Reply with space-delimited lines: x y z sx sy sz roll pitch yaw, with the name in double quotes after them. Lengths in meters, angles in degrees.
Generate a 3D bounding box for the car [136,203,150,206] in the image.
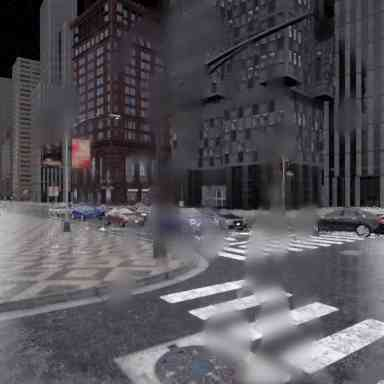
-3.469 1.969 29.548 1.837 1.490 4.892 0 -1 -35 "car"

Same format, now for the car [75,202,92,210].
-21.714 2.752 66.434 1.812 1.442 4.674 0 -1 -36 "car"

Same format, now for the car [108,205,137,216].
-9.143 2.336 43.359 1.895 1.301 4.718 0 -1 -36 "car"

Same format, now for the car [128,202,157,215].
-6.891 2.220 45.795 1.882 1.535 5.008 0 -1 -36 "car"

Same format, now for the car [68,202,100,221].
-10.910 2.103 34.342 1.882 1.535 5.008 0 -1 -36 "car"

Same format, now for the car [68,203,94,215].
-15.573 2.353 46.492 2.128 1.511 4.902 0 -1 -35 "car"

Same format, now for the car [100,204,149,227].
-5.514 1.976 26.825 1.812 1.442 4.674 0 -1 -36 "car"

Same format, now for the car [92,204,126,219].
-9.534 2.153 38.000 2.128 1.511 4.902 0 -1 -36 "car"

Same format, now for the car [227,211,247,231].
1.712 1.861 22.331 1.994 1.385 4.181 0 -1 -36 "car"

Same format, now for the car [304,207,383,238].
8.618 1.638 18.613 1.837 1.490 4.892 -1 -2 -36 "car"

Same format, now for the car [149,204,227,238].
-0.361 1.636 19.612 2.097 1.767 4.553 0 -1 -35 "car"

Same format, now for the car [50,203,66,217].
-16.680 2.417 42.432 1.895 1.301 4.718 0 -1 -35 "car"
